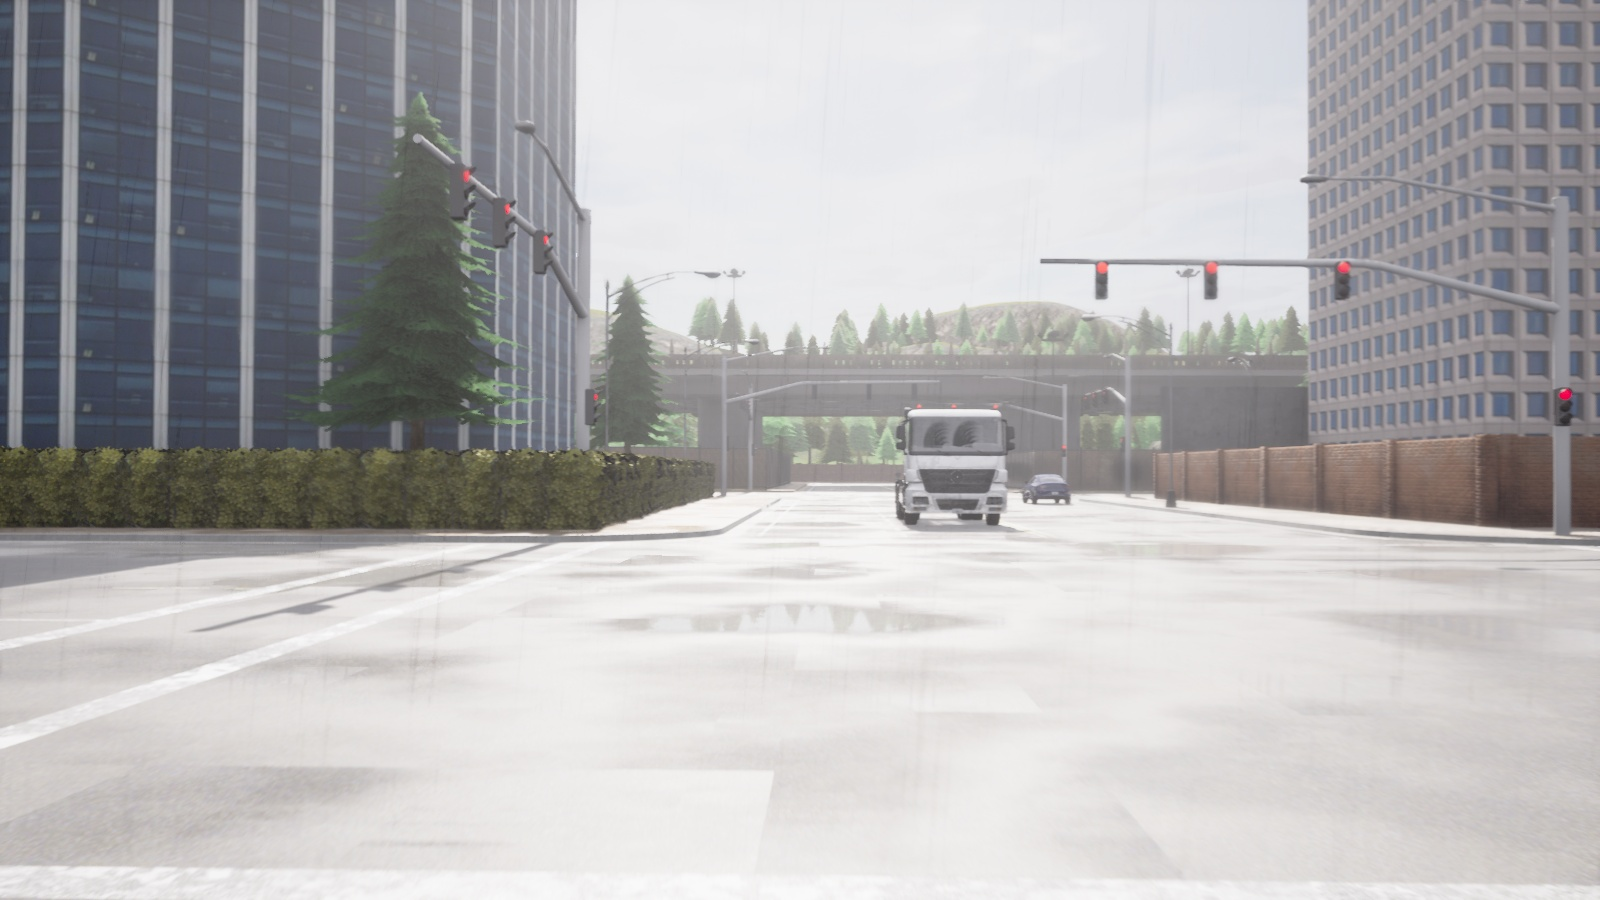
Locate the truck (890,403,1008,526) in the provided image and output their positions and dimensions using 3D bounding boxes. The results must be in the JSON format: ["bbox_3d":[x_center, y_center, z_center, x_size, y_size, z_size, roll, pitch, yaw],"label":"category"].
[{"bbox_3d":[4.473,0.470,39.213,2.891,3.462,7.936,0,-1,1],"label":"truck"}]

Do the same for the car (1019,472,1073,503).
[{"bbox_3d":[12.010,1.820,61.555,1.812,1.442,4.674,0,-1,1],"label":"car"}]
